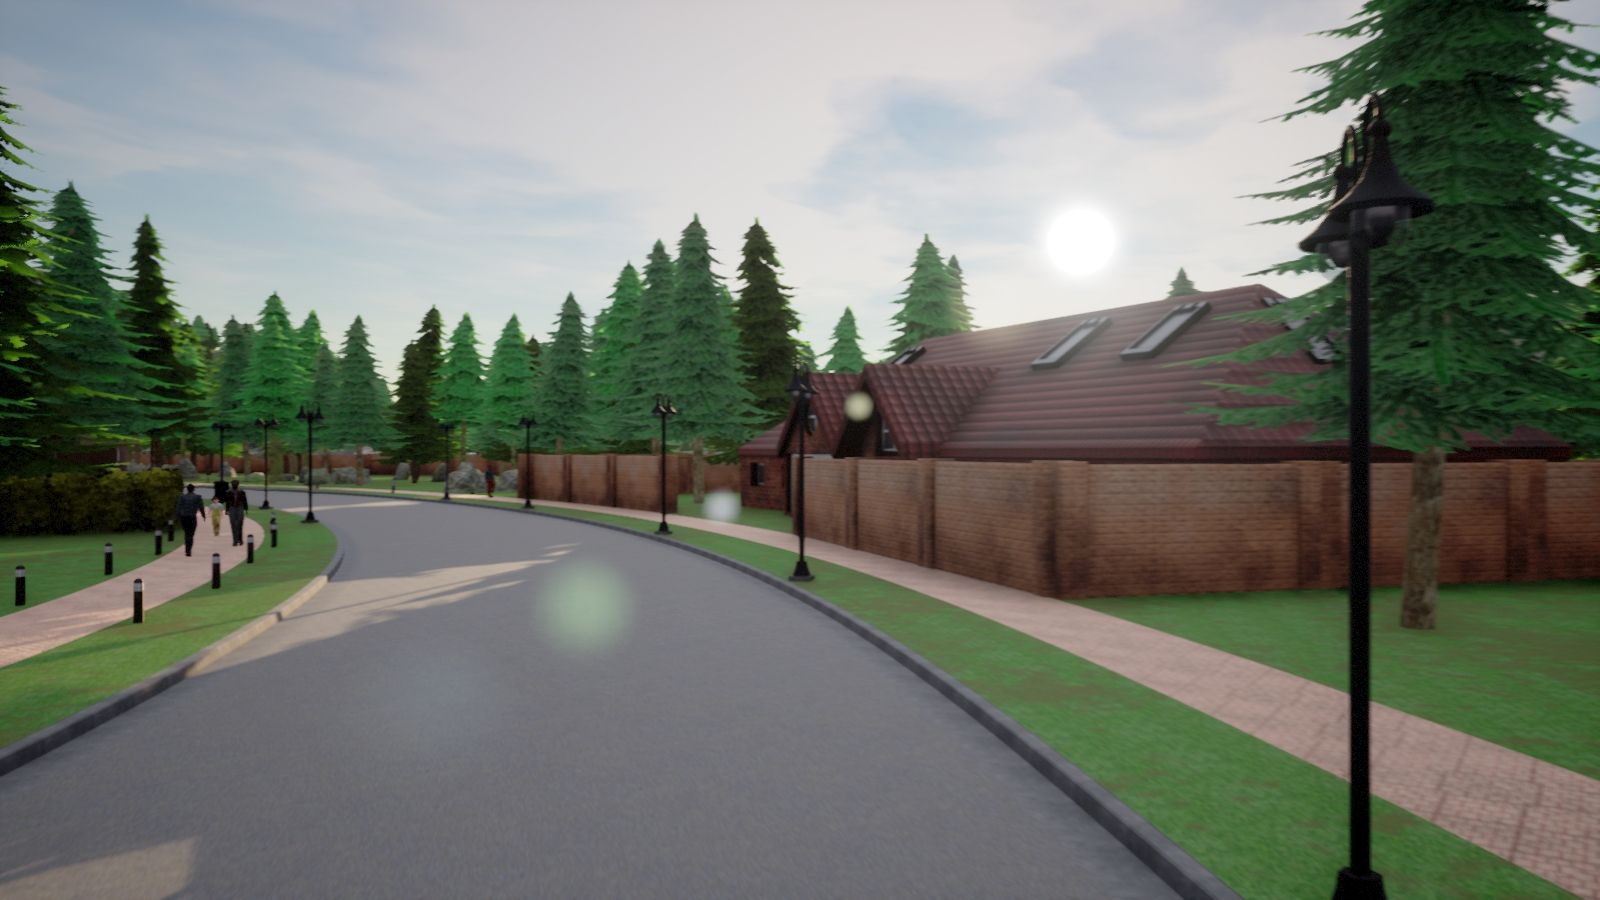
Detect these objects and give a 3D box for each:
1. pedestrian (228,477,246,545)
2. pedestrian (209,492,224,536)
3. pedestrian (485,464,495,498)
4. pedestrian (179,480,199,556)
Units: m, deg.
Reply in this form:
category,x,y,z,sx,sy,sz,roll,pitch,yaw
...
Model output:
category,x,y,z,sx,sy,sz,roll,pitch,yaw
pedestrian,-15.483,1.676,31.423,0.375,1.860,0.375,0,0,-17
pedestrian,-17.904,1.958,35.071,0.375,1.300,0.375,0,0,-22
pedestrian,-16.954,1.682,62.402,0.375,1.860,0.375,0,0,40
pedestrian,-15.082,1.675,28.212,0.375,1.860,0.375,0,0,-19
